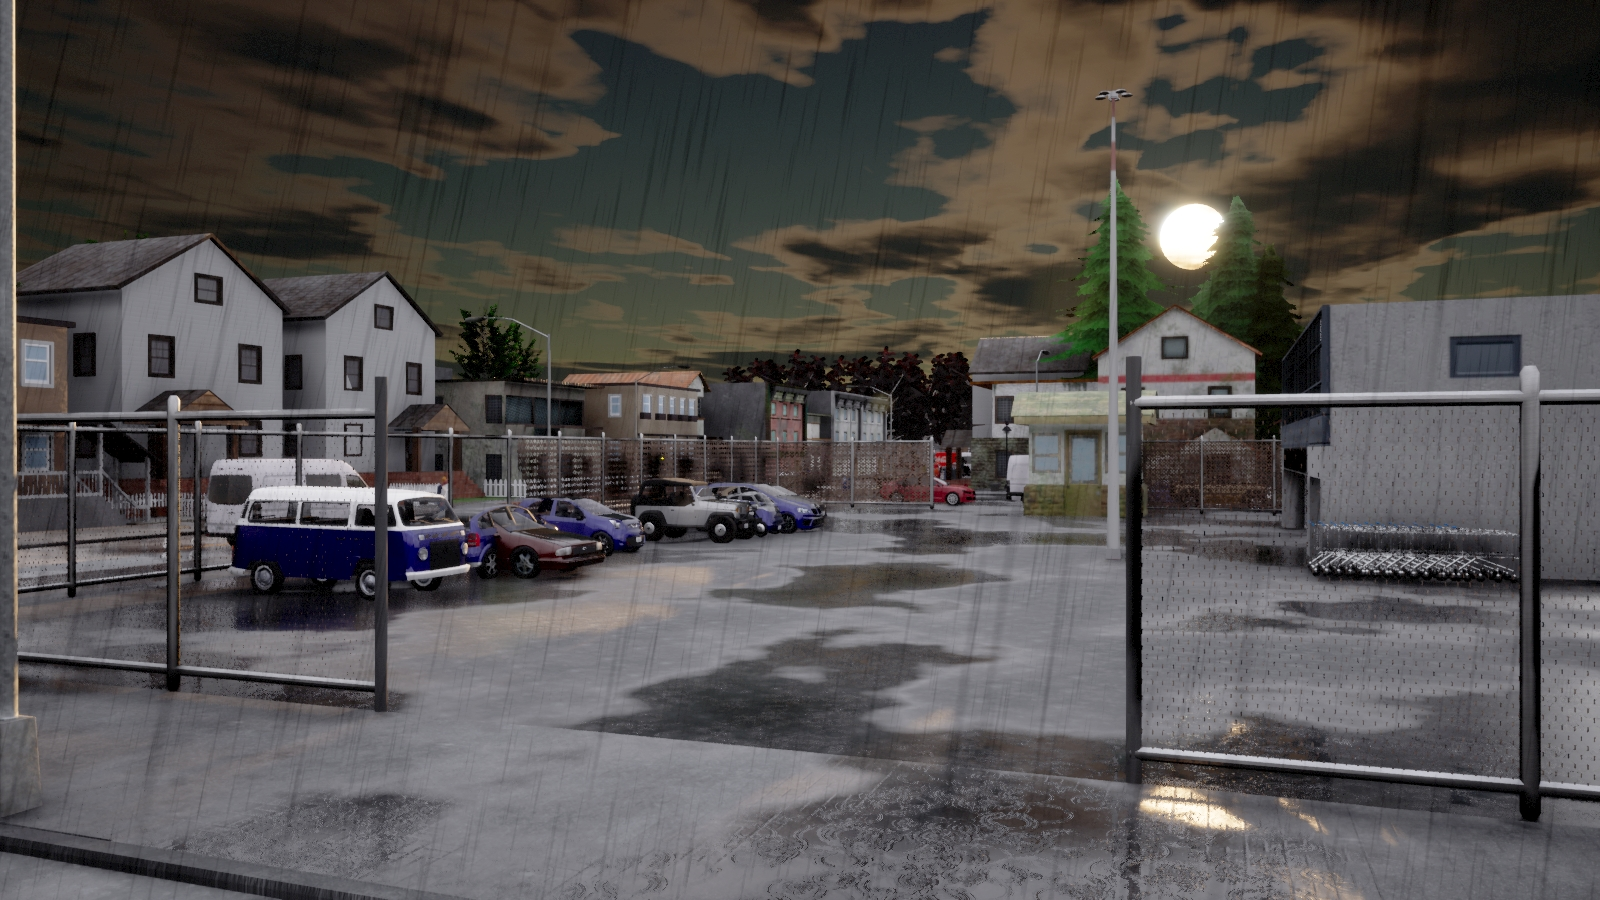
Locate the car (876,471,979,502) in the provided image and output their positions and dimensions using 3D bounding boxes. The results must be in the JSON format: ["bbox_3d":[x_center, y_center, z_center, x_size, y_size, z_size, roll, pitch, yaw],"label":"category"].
[{"bbox_3d":[6.523,1.843,58.394,4.892,1.480,2.231,0,0,19],"label":"car"}]

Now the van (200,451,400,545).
[{"bbox_3d":[-14.859,1.319,34.455,1.988,2.561,5.915,0,0,20],"label":"van"}]

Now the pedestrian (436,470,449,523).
[{"bbox_3d":[-12.668,1.633,40.497,0.375,1.860,0.375,0,0,-3],"label":"pedestrian"}]
